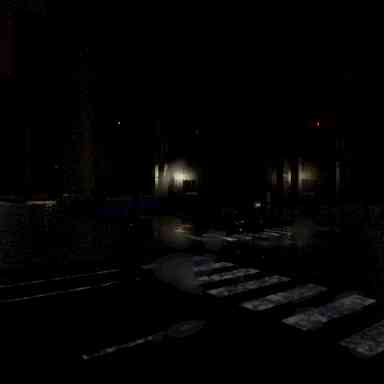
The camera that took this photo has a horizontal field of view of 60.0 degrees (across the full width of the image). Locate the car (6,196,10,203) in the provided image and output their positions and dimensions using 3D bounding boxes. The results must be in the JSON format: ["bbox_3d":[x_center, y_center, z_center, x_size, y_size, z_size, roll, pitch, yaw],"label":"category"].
[{"bbox_3d":[-35.079,1.403,66.280,1.967,1.590,4.097,0,0,-36],"label":"car"}]

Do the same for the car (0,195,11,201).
[{"bbox_3d":[-44.902,1.489,79.985,1.752,1.417,4.829,0,0,-36],"label":"car"}]

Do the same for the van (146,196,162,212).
[{"bbox_3d":[-5.001,1.332,38.945,1.690,1.788,3.998,0,0,-36],"label":"van"}]

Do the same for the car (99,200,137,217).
[{"bbox_3d":[-7.175,1.502,31.918,1.812,1.442,4.674,0,0,-36],"label":"car"}]

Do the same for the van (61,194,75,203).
[{"bbox_3d":[-24.844,1.329,66.634,1.690,1.788,3.998,0,0,-36],"label":"van"}]

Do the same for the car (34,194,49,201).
[{"bbox_3d":[-38.073,1.304,85.093,2.192,1.841,5.009,0,0,-36],"label":"car"}]

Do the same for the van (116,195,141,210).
[{"bbox_3d":[-8.308,1.330,43.560,1.690,1.788,3.998,0,0,-36],"label":"van"}]

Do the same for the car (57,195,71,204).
[{"bbox_3d":[-16.600,1.496,45.117,1.812,1.442,4.674,0,0,-35],"label":"car"}]

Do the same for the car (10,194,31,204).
[{"bbox_3d":[-31.773,1.514,61.665,2.008,1.369,4.403,0,0,-36],"label":"car"}]

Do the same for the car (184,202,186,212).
[{"bbox_3d":[1.613,1.549,29.715,2.008,1.369,4.403,0,0,-36],"label":"car"}]

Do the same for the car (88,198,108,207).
[{"bbox_3d":[-14.923,1.569,52.788,1.802,1.307,4.206,0,0,-36],"label":"car"}]

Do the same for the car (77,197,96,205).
[{"bbox_3d":[-18.230,1.569,57.403,1.802,1.307,4.206,0,0,-36],"label":"car"}]

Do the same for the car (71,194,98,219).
[{"bbox_3d":[-8.621,1.284,29.363,2.192,1.841,5.009,0,0,-36],"label":"car"}]

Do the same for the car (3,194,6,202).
[{"bbox_3d":[-38.288,1.489,70.756,1.752,1.417,4.829,0,0,-36],"label":"car"}]

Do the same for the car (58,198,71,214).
[{"bbox_3d":[-11.930,1.548,33.977,1.802,1.307,4.206,0,0,-36],"label":"car"}]

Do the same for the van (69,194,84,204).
[{"bbox_3d":[-21.537,1.329,62.019,1.690,1.788,3.998,0,0,-36],"label":"van"}]

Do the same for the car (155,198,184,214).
[{"bbox_3d":[-1.694,1.576,34.330,1.802,1.307,4.206,0,0,-36],"label":"car"}]

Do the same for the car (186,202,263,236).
[{"bbox_3d":[1.838,1.464,18.622,1.882,1.535,5.008,0,0,-30],"label":"car"}]

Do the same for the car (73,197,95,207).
[{"bbox_3d":[-16.375,1.505,50.159,1.812,1.442,4.674,0,0,-35],"label":"car"}]

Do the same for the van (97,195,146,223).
[{"bbox_3d":[-5.315,1.314,24.748,1.690,1.788,3.998,0,0,-36],"label":"van"}]

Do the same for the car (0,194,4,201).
[{"bbox_3d":[-41.694,1.530,75.510,1.947,1.339,4.313,0,0,-36],"label":"car"}]
